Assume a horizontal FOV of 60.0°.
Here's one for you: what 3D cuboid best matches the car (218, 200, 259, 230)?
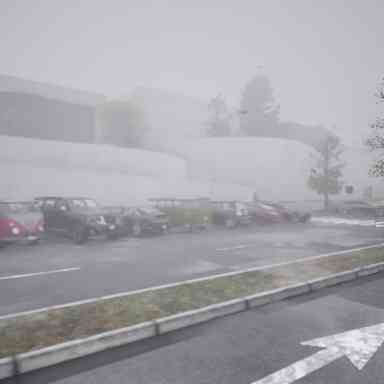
[{"bbox_3d":[1.529,1.360,21.323,4.553,1.767,2.185,-1,0,35],"label":"car"}]

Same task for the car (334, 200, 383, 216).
[{"bbox_3d":[16.189,1.502,31.762,4.792,1.488,2.163,-1,-1,35],"label":"car"}]

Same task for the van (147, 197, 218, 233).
[{"bbox_3d":[-1.024,1.264,19.677,4.442,1.987,1.878,-1,0,35],"label":"van"}]

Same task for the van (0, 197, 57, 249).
[{"bbox_3d":[-8.118,1.267,14.361,4.442,1.987,1.878,-1,-1,35],"label":"van"}]

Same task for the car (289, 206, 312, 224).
[{"bbox_3d":[6.408,1.511,24.799,4.792,1.488,2.163,-1,-1,35],"label":"car"}]

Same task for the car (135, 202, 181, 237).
[{"bbox_3d":[-3.351,1.491,17.876,4.892,1.521,2.231,-1,-1,35],"label":"car"}]

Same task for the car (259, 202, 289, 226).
[{"bbox_3d":[3.937,1.524,23.066,4.674,1.452,2.002,-1,0,35],"label":"car"}]

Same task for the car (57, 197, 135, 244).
[{"bbox_3d":[-5.760,1.241,16.142,5.566,2.045,2.435,-1,-1,35],"label":"car"}]
